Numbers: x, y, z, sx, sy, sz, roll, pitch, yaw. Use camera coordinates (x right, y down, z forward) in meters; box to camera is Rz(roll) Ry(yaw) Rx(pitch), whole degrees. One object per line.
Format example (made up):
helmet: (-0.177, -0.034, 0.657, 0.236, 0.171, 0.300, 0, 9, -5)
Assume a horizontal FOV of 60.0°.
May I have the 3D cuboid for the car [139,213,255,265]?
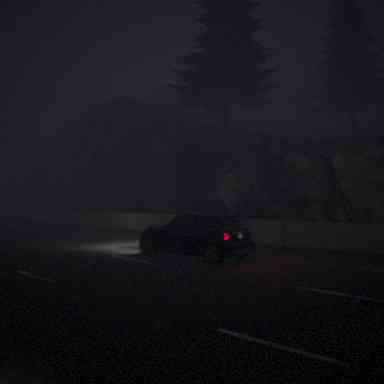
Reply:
car: (0.042, 1.595, 12.941, 4.553, 1.767, 2.097, -1, -1, 39)
